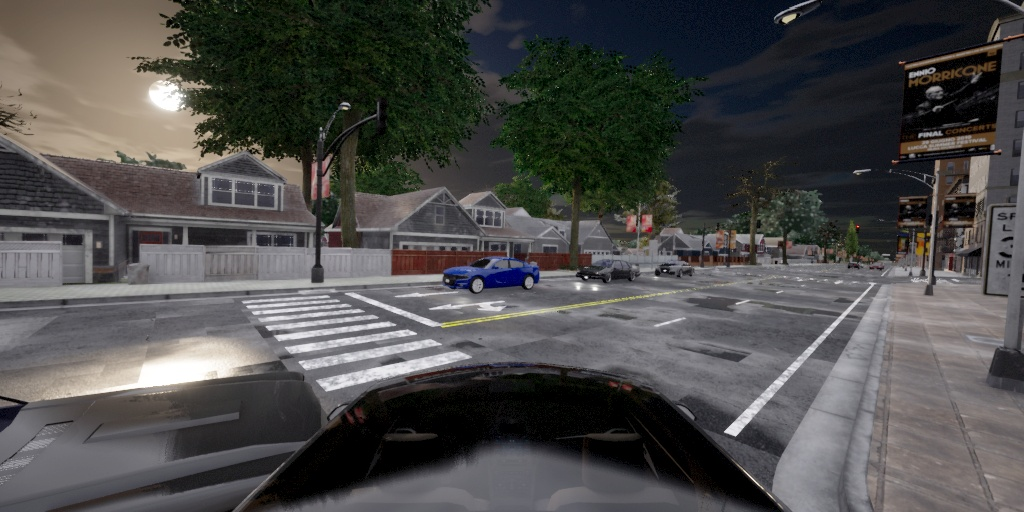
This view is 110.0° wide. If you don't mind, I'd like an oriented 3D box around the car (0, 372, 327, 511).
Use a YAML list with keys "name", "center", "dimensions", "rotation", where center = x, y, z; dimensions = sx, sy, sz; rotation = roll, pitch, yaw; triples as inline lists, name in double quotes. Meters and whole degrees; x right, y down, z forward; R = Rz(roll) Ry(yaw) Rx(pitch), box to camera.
- name: "car"
  center: [-3.319, 1.274, 1.484]
  dimensions: [4.718, 1.301, 1.895]
  rotation: [1, 2, -33]

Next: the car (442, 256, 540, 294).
- name: "car"
  center: [-0.855, 0.777, 16.627]
  dimensions: [5.008, 1.535, 1.882]
  rotation: [1, 3, -43]

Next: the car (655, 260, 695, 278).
- name: "car"
  center: [13.750, 1.018, 30.214]
  dimensions: [4.181, 1.385, 1.994]
  rotation: [1, 2, -43]

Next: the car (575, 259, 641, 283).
- name: "car"
  center: [6.432, 0.922, 23.420]
  dimensions: [5.357, 1.411, 2.033]
  rotation: [1, 2, -43]
